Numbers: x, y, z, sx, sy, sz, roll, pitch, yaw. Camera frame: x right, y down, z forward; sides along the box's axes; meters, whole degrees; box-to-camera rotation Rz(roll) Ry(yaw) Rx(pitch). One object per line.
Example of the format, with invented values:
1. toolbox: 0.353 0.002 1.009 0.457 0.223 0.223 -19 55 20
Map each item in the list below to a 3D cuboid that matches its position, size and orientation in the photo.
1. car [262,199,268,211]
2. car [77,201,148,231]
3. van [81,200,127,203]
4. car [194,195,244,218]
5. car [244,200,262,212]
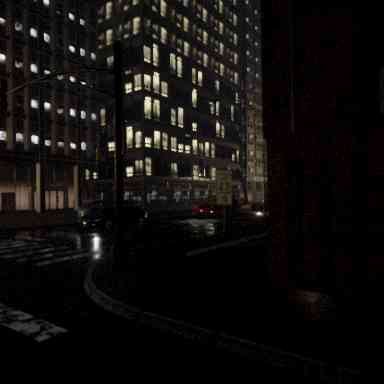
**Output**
1. car: 10.125 1.582 41.876 1.882 1.535 5.008 -1 0 36
2. car: -4.839 1.559 21.076 1.837 1.490 4.892 -1 -1 33
3. van: -6.185 1.446 23.609 1.690 1.788 3.998 -1 -1 36
4. car: 2.400 1.302 31.151 2.150 2.045 5.566 -1 -1 35
5. car: 6.649 1.674 41.519 1.752 1.417 4.829 -1 -1 36
